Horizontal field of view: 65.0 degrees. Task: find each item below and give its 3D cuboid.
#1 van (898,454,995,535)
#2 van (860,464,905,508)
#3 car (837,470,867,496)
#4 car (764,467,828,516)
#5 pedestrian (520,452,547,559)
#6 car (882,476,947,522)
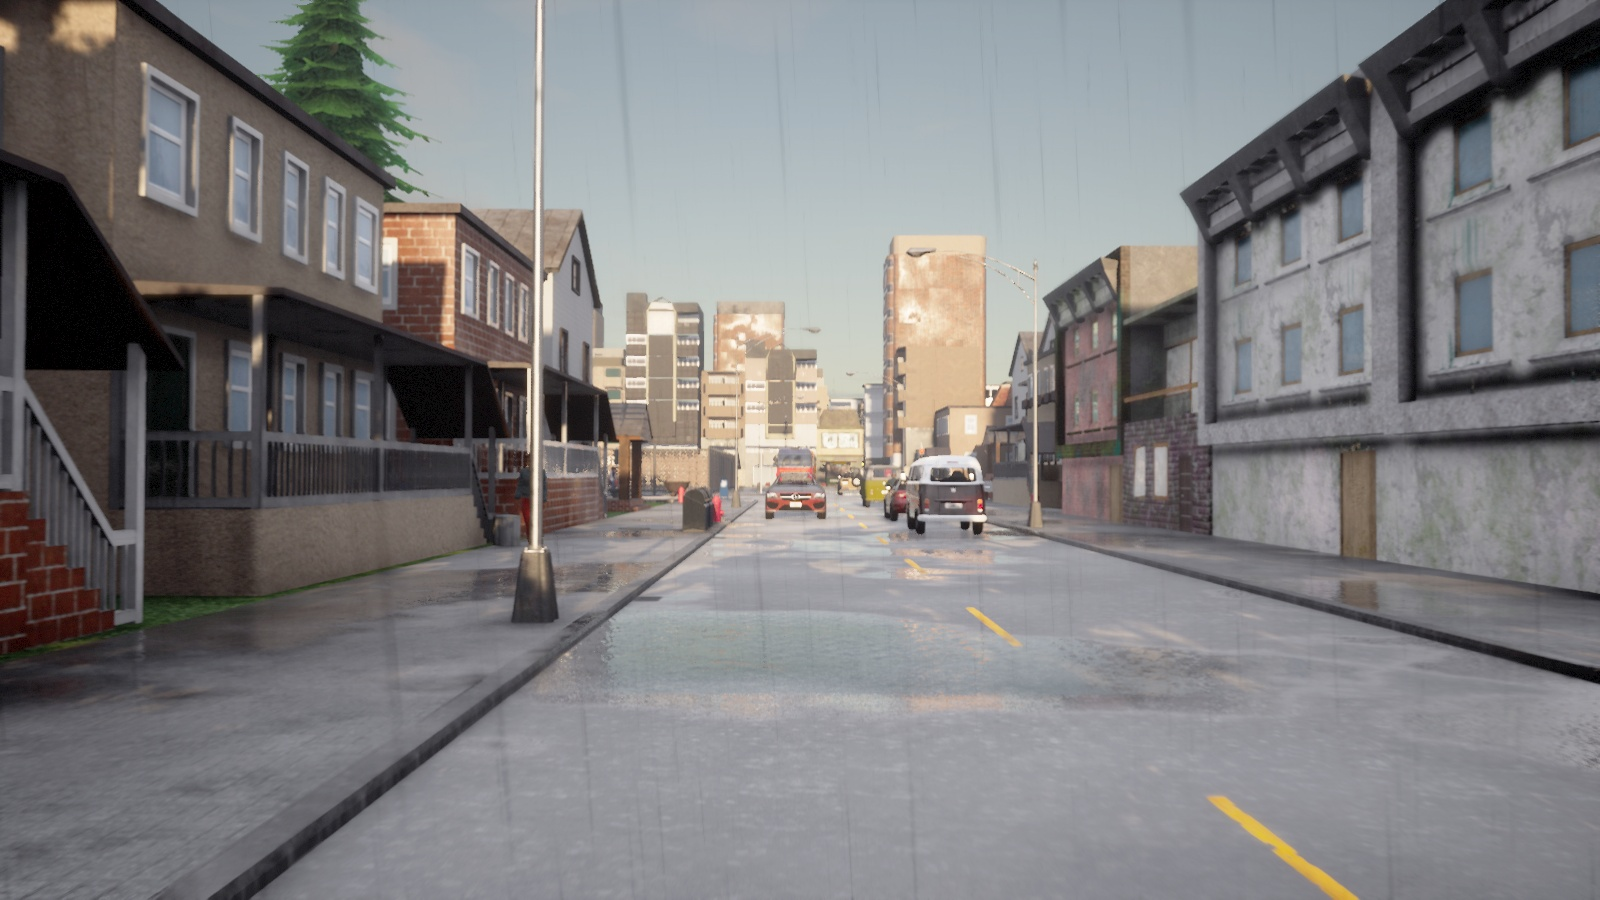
[{"bbox_3d":[3.887,1.177,34.002,2.069,2.038,4.480,0,-1,0],"label":"van"},{"bbox_3d":[3.816,1.682,58.850,1.775,1.987,4.442,0,-1,-1],"label":"van"},{"bbox_3d":[3.723,2.364,91.152,1.932,1.855,4.605,0,-1,0],"label":"car"},{"bbox_3d":[-0.147,1.454,44.746,2.152,1.651,5.027,0,-1,0],"label":"car"},{"bbox_3d":[-4.676,0.969,22.068,0.353,1.847,0.614,0,-1,-1],"label":"pedestrian"},{"bbox_3d":[3.859,1.640,43.029,1.816,1.474,4.193,0,-1,0],"label":"car"}]
